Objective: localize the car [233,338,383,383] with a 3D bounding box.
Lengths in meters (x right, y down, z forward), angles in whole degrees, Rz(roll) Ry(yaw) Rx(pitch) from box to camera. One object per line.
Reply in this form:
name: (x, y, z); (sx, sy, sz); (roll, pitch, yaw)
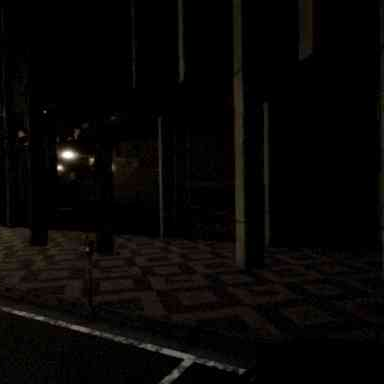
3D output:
car: (2.214, 1.494, 1.721); (4.313, 1.339, 1.947); (-1, 1, 29)
